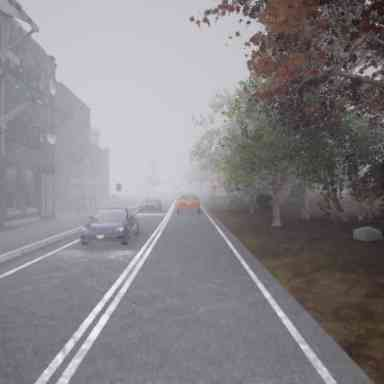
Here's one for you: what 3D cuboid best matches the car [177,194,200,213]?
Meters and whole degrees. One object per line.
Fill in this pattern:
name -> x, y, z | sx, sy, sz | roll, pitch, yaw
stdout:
car -> -0.330, 0.958, 31.325 | 2.097, 1.767, 4.553 | 0, 1, -1

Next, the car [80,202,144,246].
car -> -3.462, 1.389, 14.780 | 1.812, 1.442, 4.674 | 0, 1, -1

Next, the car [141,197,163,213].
car -> -3.753, 1.171, 31.182 | 1.994, 1.385, 4.181 | 0, 1, -1
